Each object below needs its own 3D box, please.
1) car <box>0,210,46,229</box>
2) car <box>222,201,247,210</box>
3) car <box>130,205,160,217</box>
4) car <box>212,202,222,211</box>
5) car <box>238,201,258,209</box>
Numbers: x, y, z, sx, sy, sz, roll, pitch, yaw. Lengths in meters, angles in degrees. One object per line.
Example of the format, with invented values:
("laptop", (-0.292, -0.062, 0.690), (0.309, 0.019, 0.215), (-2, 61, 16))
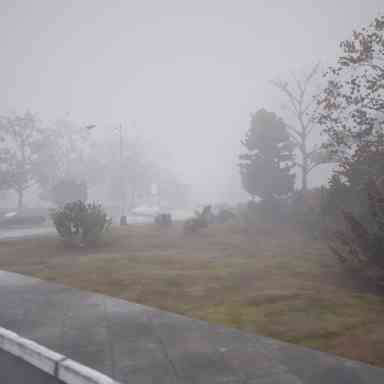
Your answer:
("car", (-15.024, 2.338, 28.773), (1.812, 1.442, 4.674), (-3, -2, 33))
("car", (7.114, 2.196, 50.324), (2.033, 1.411, 5.357), (-3, -2, 32))
("car", (-6.005, 2.395, 42.927), (1.812, 1.442, 4.674), (-3, -2, 32))
("car", (5.013, 2.319, 53.564), (1.837, 1.490, 4.892), (-3, -2, 32))
("car", (10.439, 2.411, 62.098), (1.837, 1.490, 4.892), (-3, -2, 33))
